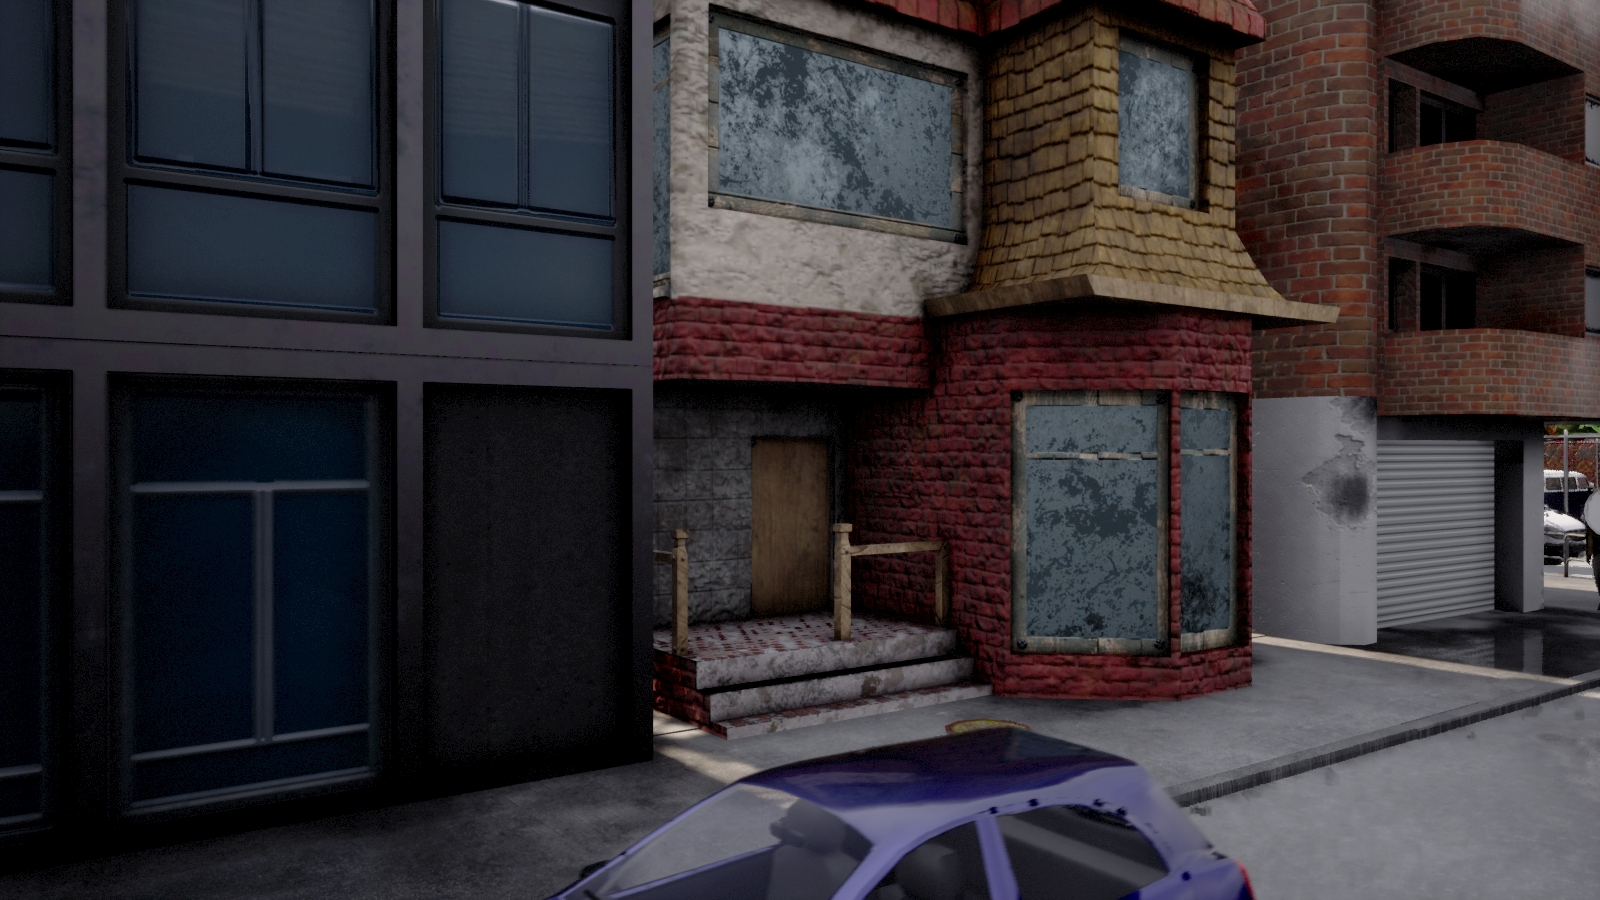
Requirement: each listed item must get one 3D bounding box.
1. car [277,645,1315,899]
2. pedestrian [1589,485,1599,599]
[{"bbox_3d":[0.119,1.817,4.439,3.633,1.501,1.845,0,0,-35],"label":"car"},{"bbox_3d":[13.249,1.507,18.798,0.375,1.860,0.375,0,0,-44],"label":"pedestrian"}]
